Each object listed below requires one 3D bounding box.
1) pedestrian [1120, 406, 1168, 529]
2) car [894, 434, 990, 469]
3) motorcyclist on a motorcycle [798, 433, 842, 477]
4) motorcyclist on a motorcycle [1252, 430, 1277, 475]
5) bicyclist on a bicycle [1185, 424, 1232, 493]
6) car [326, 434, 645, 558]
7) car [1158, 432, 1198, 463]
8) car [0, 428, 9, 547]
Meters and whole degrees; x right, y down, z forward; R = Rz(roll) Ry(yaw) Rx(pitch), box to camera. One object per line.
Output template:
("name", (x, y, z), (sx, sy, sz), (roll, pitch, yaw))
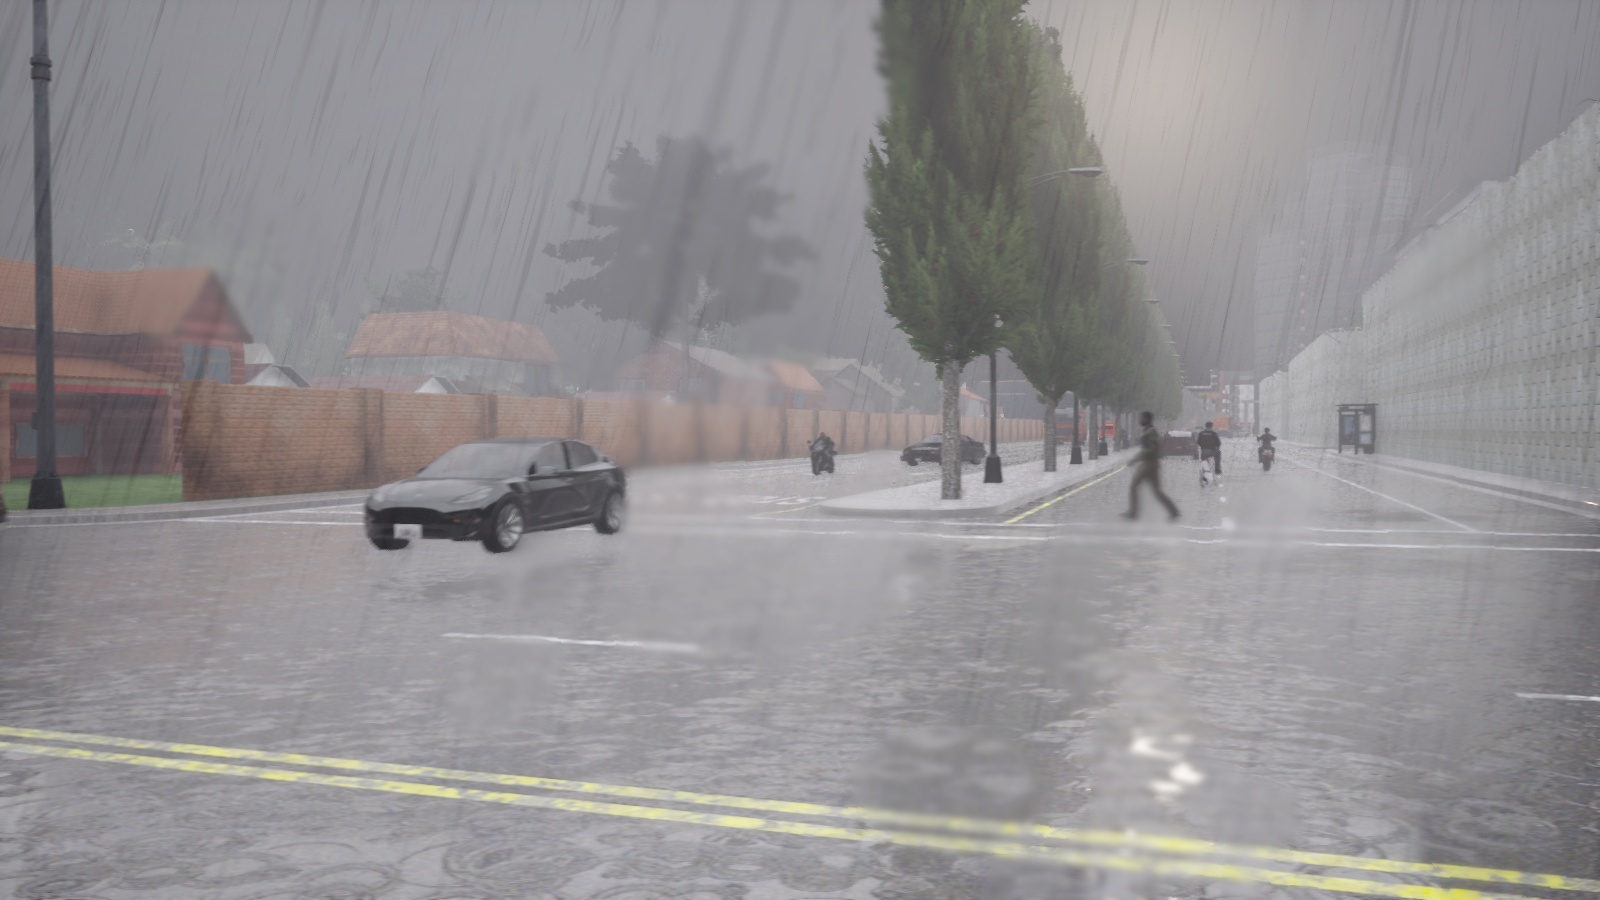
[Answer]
("pedestrian", (5.481, 0.271, 20.031), (0.692, 1.930, 0.395), (0, 1, 11))
("car", (6.250, 0.020, 54.809), (2.033, 1.411, 5.357), (1, 1, 32))
("motorcyclist on a motorcycle", (0.720, 0.155, 44.261), (0.866, 1.530, 2.191), (1, 1, 19))
("motorcyclist on a motorcycle", (17.610, 0.080, 47.640), (0.766, 1.649, 2.350), (1, 1, 18))
("bicyclist on a bicycle", (10.839, 0.205, 33.273), (0.659, 1.776, 1.843), (1, 1, 35))
("car", (-4.214, 0.525, 17.826), (2.163, 1.488, 4.792), (1, 1, 18))
("car", (19.707, -0.168, 65.365), (1.882, 1.535, 5.008), (1, 1, 18))
("car", (-12.067, 0.514, 15.312), (3.705, 1.549, 1.789), (0, 2, -15))
